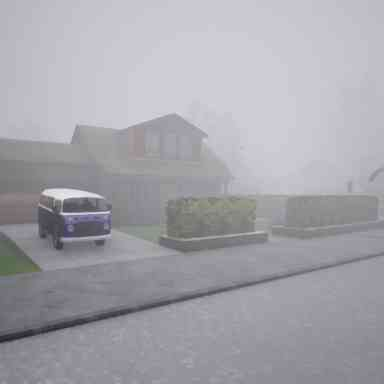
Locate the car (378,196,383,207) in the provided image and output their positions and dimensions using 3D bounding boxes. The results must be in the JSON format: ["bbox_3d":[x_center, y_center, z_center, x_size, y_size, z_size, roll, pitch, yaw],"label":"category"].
[{"bbox_3d":[24.632,0.986,41.423,3.866,1.878,1.905,0,0,-1],"label":"car"}]
